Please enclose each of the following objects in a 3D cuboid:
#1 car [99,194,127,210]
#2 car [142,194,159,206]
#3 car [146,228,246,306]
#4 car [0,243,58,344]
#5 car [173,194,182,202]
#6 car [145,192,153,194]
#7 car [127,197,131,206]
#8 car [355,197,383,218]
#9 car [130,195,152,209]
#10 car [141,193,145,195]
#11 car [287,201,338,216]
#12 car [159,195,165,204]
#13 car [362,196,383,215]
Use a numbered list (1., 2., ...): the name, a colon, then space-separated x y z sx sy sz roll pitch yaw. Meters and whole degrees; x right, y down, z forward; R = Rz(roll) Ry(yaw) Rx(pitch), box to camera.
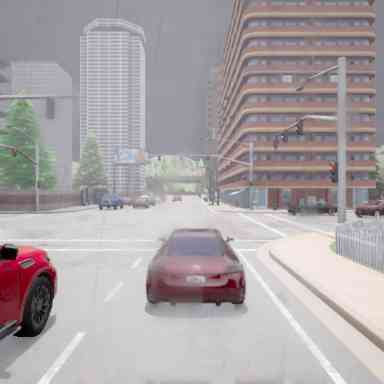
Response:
1. car: -10.586 1.236 44.009 2.150 2.045 5.566 0 0 2
2. car: -7.102 1.544 55.721 1.812 1.442 4.674 0 0 0
3. car: 0.097 1.567 8.093 1.994 1.385 4.181 0 0 1
4. car: -3.432 1.223 3.458 2.150 2.045 5.566 0 0 0
5. car: -3.520 1.382 81.107 2.097 1.767 4.553 0 0 0
6. car: -10.518 1.250 74.725 2.150 2.045 5.566 0 0 0
7. car: -10.603 1.543 53.764 1.812 1.442 4.674 0 0 0
8. car: 16.571 1.432 29.019 5.008 1.535 1.882 0 0 -20
9. car: -7.094 1.541 46.864 1.812 1.442 4.674 0 0 -1
10. car: -10.560 1.526 64.197 1.837 1.490 4.892 0 0 0
11. car: 11.415 1.556 31.290 4.718 1.301 1.895 0 0 -12
12. car: -7.050 1.547 65.984 1.812 1.442 4.674 0 0 0
13. car: 19.857 1.308 34.135 4.553 1.767 2.097 0 0 -27
